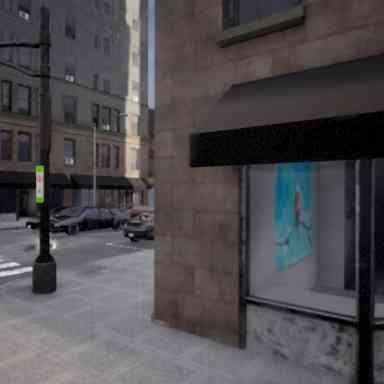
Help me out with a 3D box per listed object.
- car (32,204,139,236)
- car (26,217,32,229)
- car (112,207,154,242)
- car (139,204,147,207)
[{"bbox_3d":[-5.798,1.550,18.811,2.033,1.411,5.357,0,0,35],"label":"car"},{"bbox_3d":[-7.823,1.560,20.341,1.947,1.339,4.313,0,0,35],"label":"car"},{"bbox_3d":[-1.279,1.572,15.697,2.008,1.369,4.403,0,0,35],"label":"car"},{"bbox_3d":[-4.535,1.580,24.975,1.802,1.307,4.206,0,0,35],"label":"car"}]
